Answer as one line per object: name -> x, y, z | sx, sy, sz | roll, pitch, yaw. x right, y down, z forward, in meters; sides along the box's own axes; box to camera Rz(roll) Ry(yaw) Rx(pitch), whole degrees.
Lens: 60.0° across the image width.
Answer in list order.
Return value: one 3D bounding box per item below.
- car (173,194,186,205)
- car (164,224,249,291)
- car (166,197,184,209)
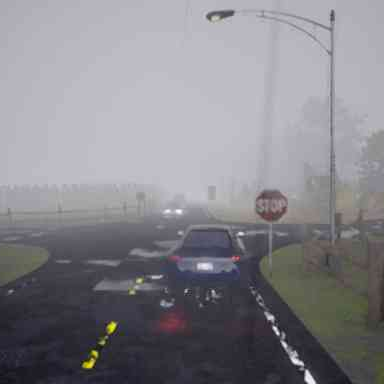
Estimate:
car -> -2.372, 1.356, 63.271 | 2.150, 2.045, 5.566 | 0, 0, 1
car -> 0.492, 1.575, 9.166 | 1.994, 1.385, 4.181 | 0, 0, 6
car -> -2.545, 1.688, 46.249 | 1.895, 1.301, 4.718 | 0, 0, 1
